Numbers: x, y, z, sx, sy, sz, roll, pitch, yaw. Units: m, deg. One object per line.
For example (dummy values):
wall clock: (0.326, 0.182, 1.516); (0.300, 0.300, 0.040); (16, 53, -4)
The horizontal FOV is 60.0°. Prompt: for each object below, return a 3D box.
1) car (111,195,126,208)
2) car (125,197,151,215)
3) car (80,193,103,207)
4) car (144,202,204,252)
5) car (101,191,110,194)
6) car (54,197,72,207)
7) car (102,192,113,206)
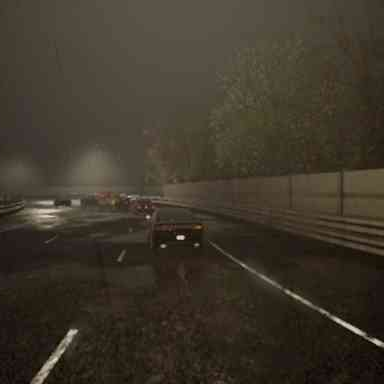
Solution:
car: (-8.875, 1.319, 43.078); (1.994, 1.385, 4.181); (0, 0, -20)
car: (-4.712, 1.360, 31.282); (2.033, 1.411, 5.357); (0, 0, -17)
car: (-14.733, 1.247, 47.558); (2.128, 1.511, 4.902); (0, 1, -27)
car: (-0.823, 1.388, 13.729); (1.882, 1.535, 5.008); (0, 0, -10)
car: (-18.880, 0.826, 73.583); (2.150, 2.045, 5.566); (0, 0, -2)
car: (-18.052, 1.381, 46.370); (1.895, 1.301, 4.718); (0, 0, -27)
car: (-11.437, 1.206, 48.923); (1.882, 1.535, 5.008); (0, 1, -27)
